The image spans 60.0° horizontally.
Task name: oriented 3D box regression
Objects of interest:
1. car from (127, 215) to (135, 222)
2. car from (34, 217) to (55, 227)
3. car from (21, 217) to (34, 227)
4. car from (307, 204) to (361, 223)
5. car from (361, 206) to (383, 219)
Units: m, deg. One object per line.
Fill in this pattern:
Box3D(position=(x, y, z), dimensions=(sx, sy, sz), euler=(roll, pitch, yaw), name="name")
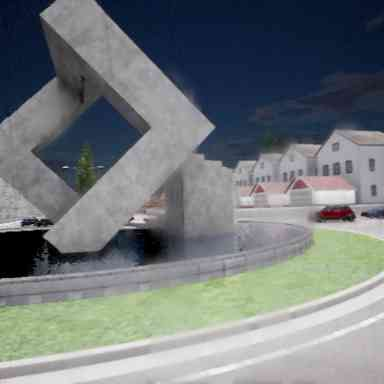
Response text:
Box3D(position=(-10.005, 3.587, 44.206), dimensions=(4.902, 1.511, 2.128), euler=(-2, -2, -7), name="car")
Box3D(position=(-19.821, 4.091, 46.015), dimensions=(1.994, 1.385, 4.181), euler=(-2, -2, -8), name="car")
Box3D(position=(-23.938, 4.372, 49.371), dimensions=(1.994, 1.385, 4.181), euler=(-2, -2, -14), name="car")
Box3D(position=(14.082, 2.162, 33.860), dimensions=(4.553, 1.767, 2.097), euler=(-2, -2, 7), name="car")
Box3D(position=(21.607, 2.196, 36.857), dimensions=(5.357, 1.411, 2.033), euler=(-2, -2, -3), name="car")
